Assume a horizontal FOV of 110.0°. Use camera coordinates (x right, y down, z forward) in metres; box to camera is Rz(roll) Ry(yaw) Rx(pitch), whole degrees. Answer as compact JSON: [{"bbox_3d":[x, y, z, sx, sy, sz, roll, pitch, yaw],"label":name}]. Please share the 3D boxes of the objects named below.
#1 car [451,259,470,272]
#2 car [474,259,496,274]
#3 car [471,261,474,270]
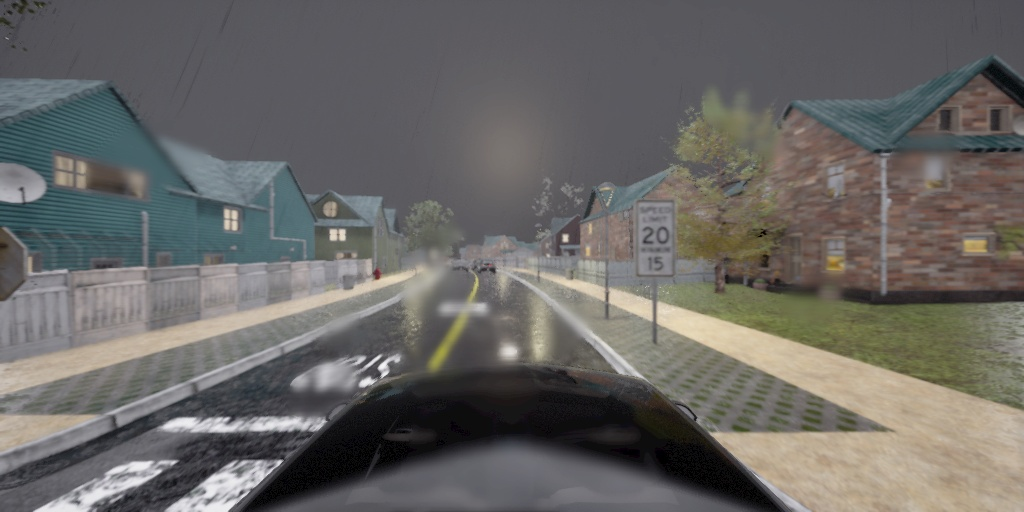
[{"bbox_3d":[-6.297,1.177,44.012,1.837,1.490,4.892,0,0,-9],"label":"car"},{"bbox_3d":[-2.853,1.161,39.885,1.837,1.490,4.892,0,0,-9],"label":"car"},{"bbox_3d":[-4.614,1.196,50.116,1.837,1.490,4.892,0,0,-11],"label":"car"}]
